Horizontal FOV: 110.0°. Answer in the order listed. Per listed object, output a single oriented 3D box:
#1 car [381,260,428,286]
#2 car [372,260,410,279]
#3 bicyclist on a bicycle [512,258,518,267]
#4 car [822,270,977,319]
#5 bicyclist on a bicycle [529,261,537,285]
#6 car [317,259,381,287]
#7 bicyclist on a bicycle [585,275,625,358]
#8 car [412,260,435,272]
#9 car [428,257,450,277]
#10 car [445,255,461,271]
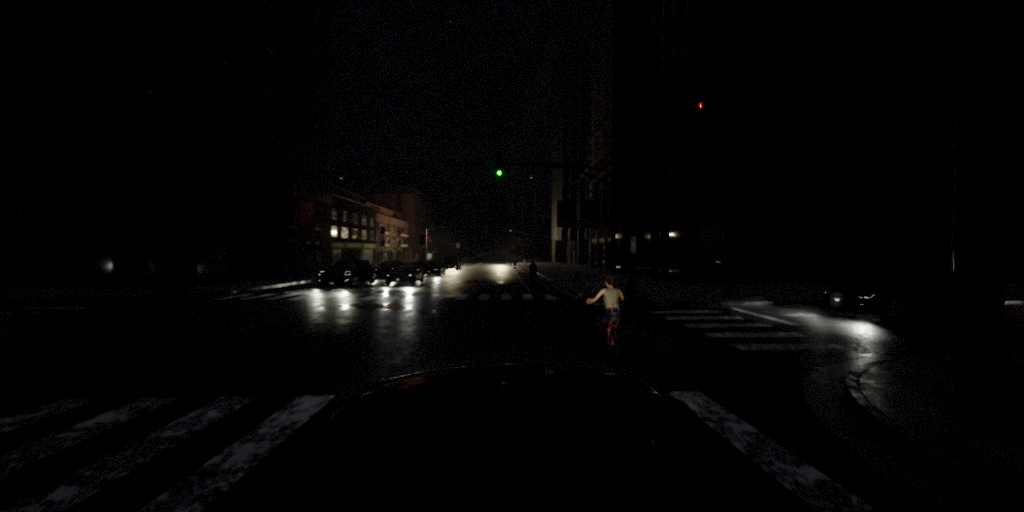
[{"bbox_3d":[-7.350,1.208,24.998,1.812,1.442,4.674,0,0,-3],"label":"car"},{"bbox_3d":[-10.835,1.132,32.413,1.882,1.535,5.008,0,0,-2],"label":"car"},{"bbox_3d":[0.504,1.114,57.822,0.866,1.612,1.509,0,0,-2],"label":"bicyclist on a bicycle"},{"bbox_3d":[13.256,1.215,12.092,4.892,1.490,1.837,0,1,-3],"label":"car"},{"bbox_3d":[1.483,1.183,25.309,0.582,1.620,1.656,0,0,-2],"label":"bicyclist on a bicycle"},{"bbox_3d":[-10.600,1.018,23.291,2.097,1.767,4.553,0,0,0],"label":"car"},{"bbox_3d":[2.008,1.195,7.520,0.866,1.612,1.509,1,0,-1],"label":"bicyclist on a bicycle"},{"bbox_3d":[-11.220,1.198,45.591,1.994,1.385,4.181,0,0,-1],"label":"car"},{"bbox_3d":[-7.662,1.173,35.128,1.837,1.490,4.892,0,0,-2],"label":"car"},{"bbox_3d":[-8.036,0.868,47.761,2.150,2.045,5.566,0,0,-1],"label":"car"}]
